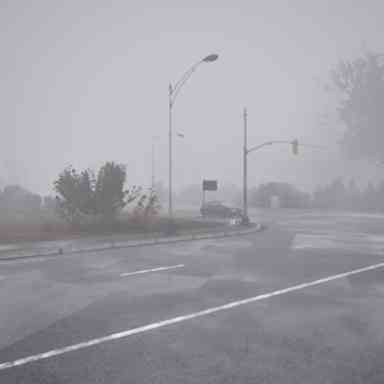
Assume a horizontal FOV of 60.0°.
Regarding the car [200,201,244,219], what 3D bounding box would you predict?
[{"bbox_3d":[2.648,1.485,29.162,1.812,1.442,4.674,0,0,-39],"label":"car"}]
